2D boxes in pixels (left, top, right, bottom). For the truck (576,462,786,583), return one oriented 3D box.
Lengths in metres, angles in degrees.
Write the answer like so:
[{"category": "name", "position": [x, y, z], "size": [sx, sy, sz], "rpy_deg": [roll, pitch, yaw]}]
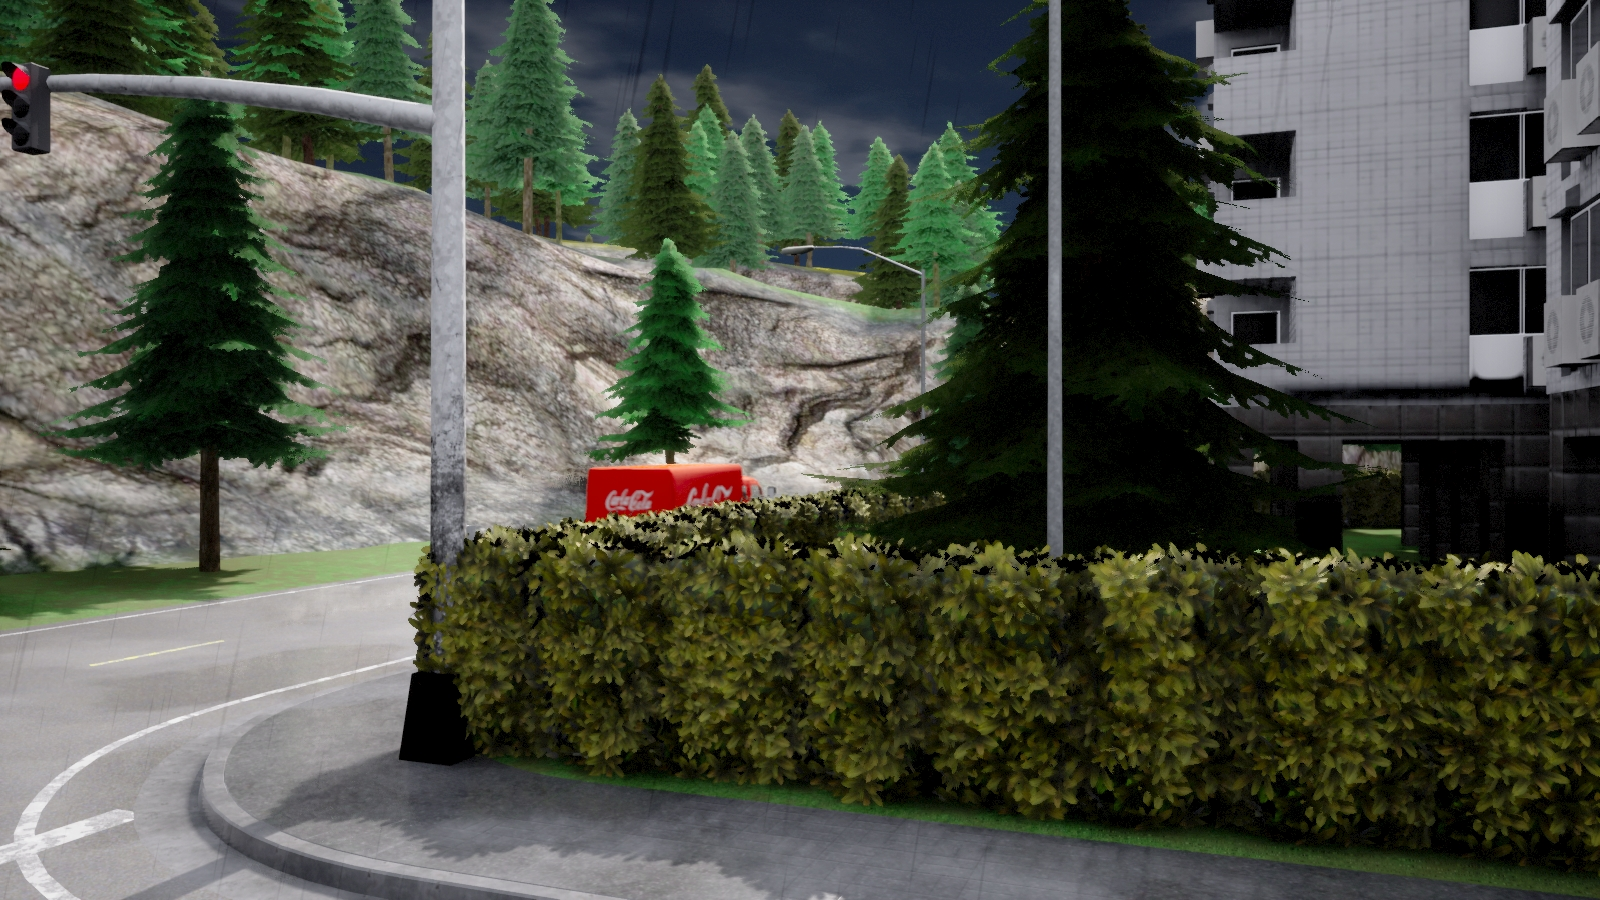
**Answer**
[{"category": "truck", "position": [-2.600, 1.548, 26.682], "size": [2.627, 2.467, 5.204], "rpy_deg": [-1, 0, 24]}]
